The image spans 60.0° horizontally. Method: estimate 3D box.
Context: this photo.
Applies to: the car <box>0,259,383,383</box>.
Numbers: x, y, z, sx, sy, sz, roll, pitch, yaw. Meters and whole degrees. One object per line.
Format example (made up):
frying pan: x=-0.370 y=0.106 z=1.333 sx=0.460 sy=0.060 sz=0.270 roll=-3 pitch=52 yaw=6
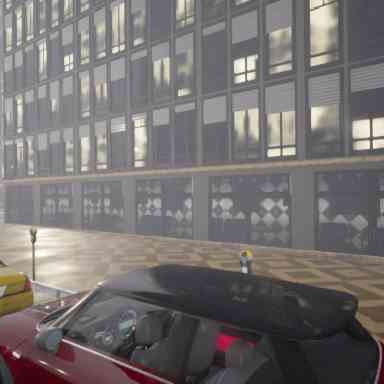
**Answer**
car: x=-0.326 y=1.441 z=3.124 sx=4.097 sy=1.590 sz=1.967 roll=0 pitch=-1 yaw=35
